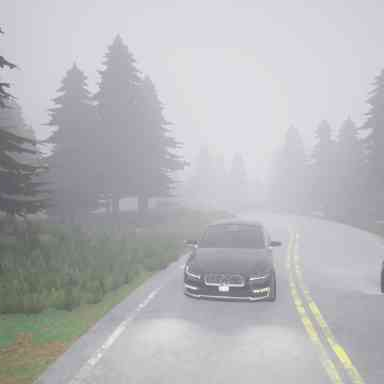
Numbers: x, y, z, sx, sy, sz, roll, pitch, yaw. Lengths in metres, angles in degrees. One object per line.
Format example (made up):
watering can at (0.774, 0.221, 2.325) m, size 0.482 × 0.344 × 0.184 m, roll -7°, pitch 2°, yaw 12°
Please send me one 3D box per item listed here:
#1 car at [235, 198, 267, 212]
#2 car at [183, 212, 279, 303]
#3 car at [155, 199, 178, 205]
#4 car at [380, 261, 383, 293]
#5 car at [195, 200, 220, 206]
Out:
car at (6.261, 1.409, 35.741) m, size 1.837 × 1.490 × 4.892 m, roll 2°, pitch -1°, yaw -15°
car at (1.105, 1.496, 8.427) m, size 1.837 × 1.490 × 4.892 m, roll -1°, pitch 0°, yaw 13°
car at (-3.048, 1.608, 45.070) m, size 2.097 × 1.767 × 4.553 m, roll 4°, pitch -7°, yaw -42°
car at (4.501, 1.308, 4.651) m, size 2.097 × 1.767 × 4.553 m, roll -1°, pitch 0°, yaw 9°
car at (1.993, 1.798, 44.873) m, size 1.812 × 1.442 × 4.674 m, roll 3°, pitch -5°, yaw -35°
